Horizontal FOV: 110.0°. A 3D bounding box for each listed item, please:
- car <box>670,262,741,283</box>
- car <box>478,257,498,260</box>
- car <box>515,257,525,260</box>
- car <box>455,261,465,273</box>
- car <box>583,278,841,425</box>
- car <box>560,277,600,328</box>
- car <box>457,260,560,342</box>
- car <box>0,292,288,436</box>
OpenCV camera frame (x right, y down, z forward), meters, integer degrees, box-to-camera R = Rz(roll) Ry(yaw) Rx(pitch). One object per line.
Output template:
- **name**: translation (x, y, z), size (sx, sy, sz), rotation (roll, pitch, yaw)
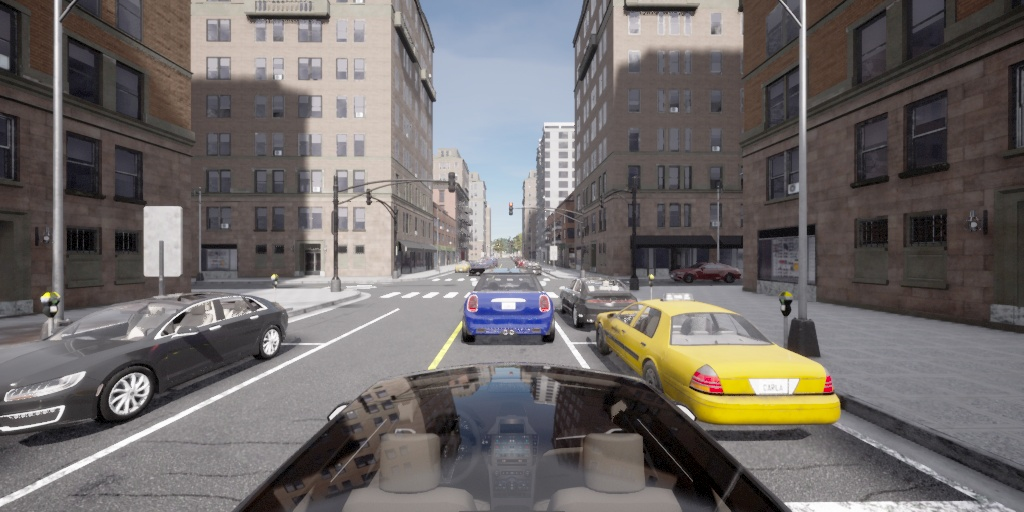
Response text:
- **car**: translation (13.931, 1.186, 25.926), size (4.674, 1.442, 1.812), rotation (0, 0, 1)
- **car**: translation (-3.446, 1.293, 51.841), size (2.033, 1.411, 5.357), rotation (0, 0, -1)
- **car**: translation (1.928, 1.183, 60.749), size (1.967, 1.591, 4.097), rotation (0, 0, -1)
- **car**: translation (-5.887, 1.272, 43.436), size (1.751, 1.417, 4.829), rotation (0, 0, -1)
- **car**: translation (2.602, 1.275, 5.914), size (1.751, 1.417, 4.829), rotation (0, 0, -1)
- **car**: translation (2.534, 1.300, 11.150), size (2.007, 1.370, 4.403), rotation (0, 0, -1)
- **car**: translation (-0.084, 1.102, 9.905), size (2.097, 1.767, 4.553), rotation (0, 0, 0)
- **car**: translation (-5.429, 1.300, 5.646), size (2.007, 1.370, 4.403), rotation (0, 0, -1)
